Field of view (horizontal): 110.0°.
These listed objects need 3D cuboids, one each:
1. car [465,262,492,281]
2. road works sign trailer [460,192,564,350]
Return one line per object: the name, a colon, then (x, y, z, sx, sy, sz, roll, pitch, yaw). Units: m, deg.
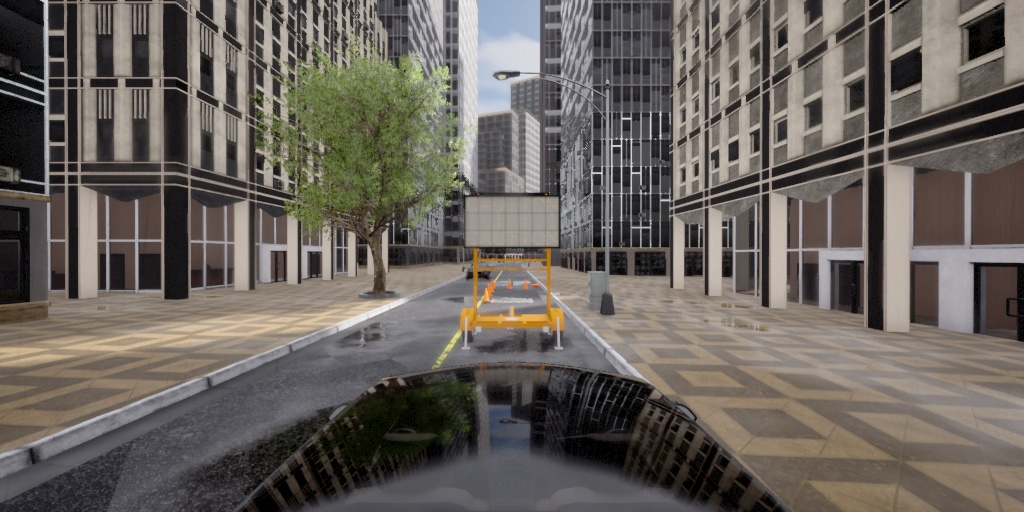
car: (-2.731, 1.268, 29.970, 1.837, 1.490, 4.892, 0, 0, 0)
road works sign trailer: (0.006, 0.214, 9.066, 2.380, 3.560, 2.880, 0, 0, 0)
